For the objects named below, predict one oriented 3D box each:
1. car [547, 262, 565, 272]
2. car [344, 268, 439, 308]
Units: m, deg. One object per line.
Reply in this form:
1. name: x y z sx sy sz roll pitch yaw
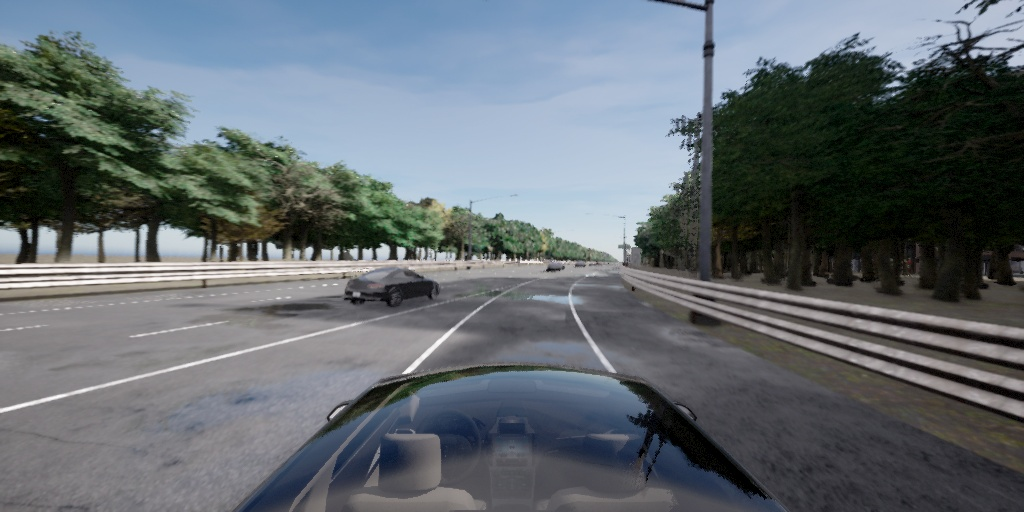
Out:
1. car: 6.205 1.492 50.223 1.994 1.385 4.181 1 0 17
2. car: -4.763 1.194 14.735 1.812 1.442 4.674 1 0 17
